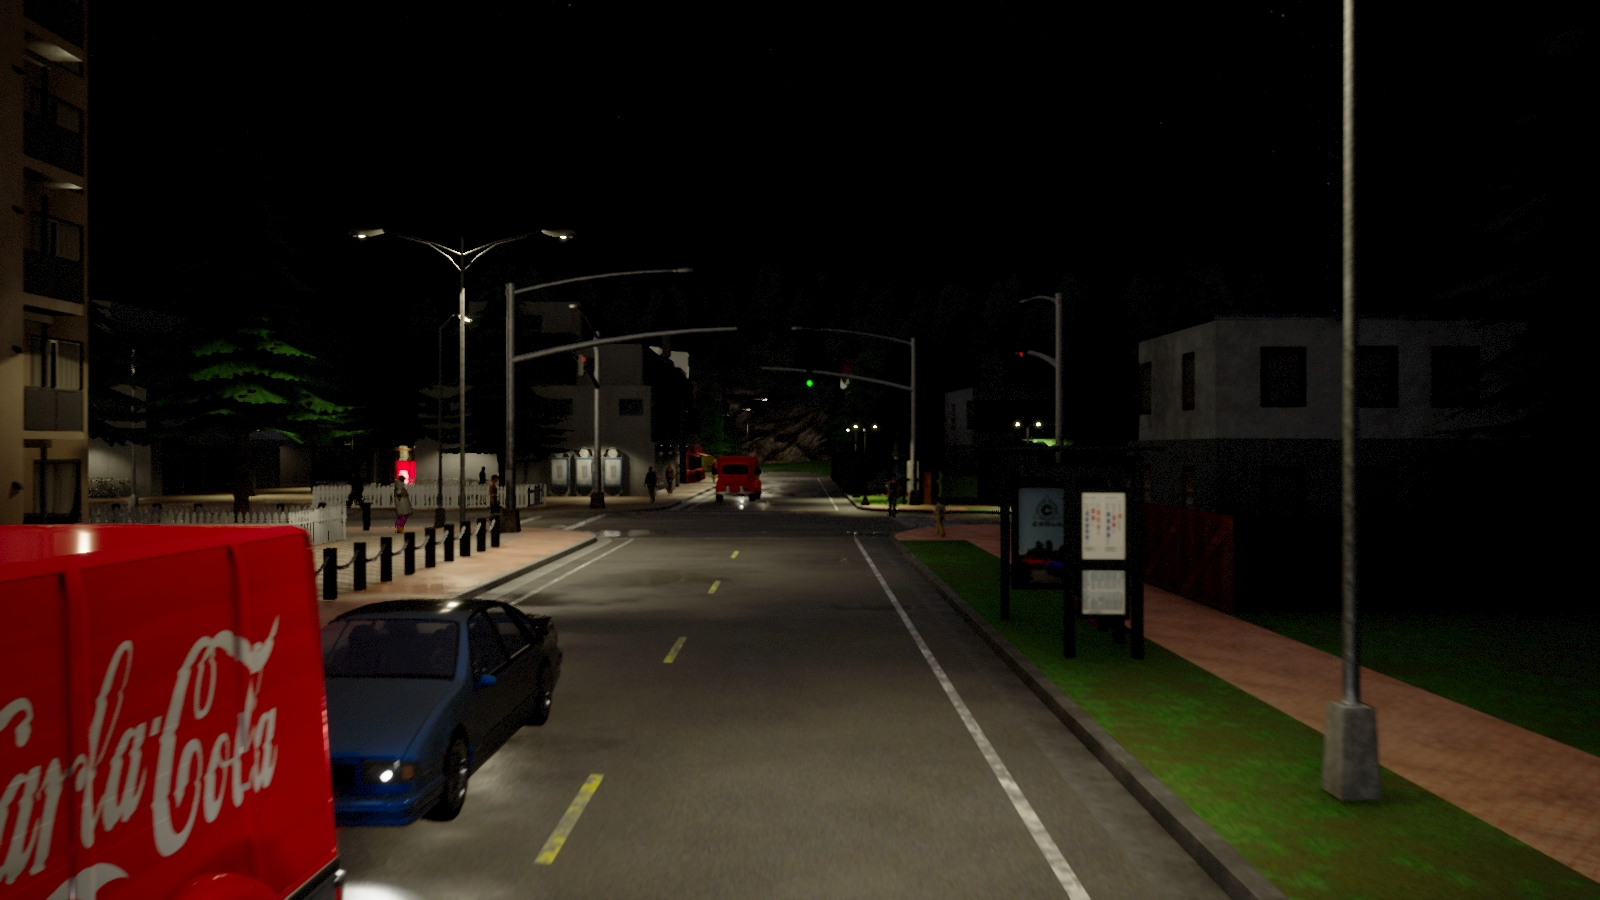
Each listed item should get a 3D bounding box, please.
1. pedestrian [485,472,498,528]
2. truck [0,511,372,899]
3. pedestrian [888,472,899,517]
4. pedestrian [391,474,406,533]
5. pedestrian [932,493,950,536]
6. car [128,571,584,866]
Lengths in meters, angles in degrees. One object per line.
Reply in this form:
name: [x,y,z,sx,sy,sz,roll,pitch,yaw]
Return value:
pedestrian: [-10.406,1.691,38.540,0.375,1.860,0.375,0,0,-4]
truck: [-3.504,1.548,3.256,2.627,2.467,5.204,0,0,0]
pedestrian: [3.826,1.821,46.883,0.375,1.860,0.375,0,0,-5]
pedestrian: [-12.760,1.688,36.314,0.375,1.860,0.375,0,0,-28]
pedestrian: [4.286,1.962,34.777,0.375,1.300,0.375,0,0,-33]
car: [-3.489,2.086,10.347,2.033,1.411,5.357,0,0,0]
